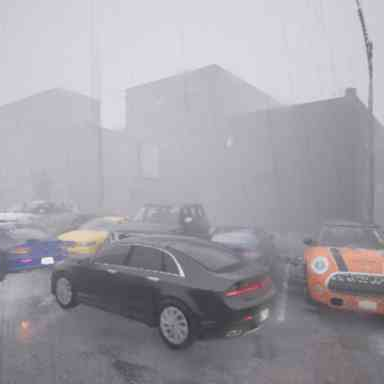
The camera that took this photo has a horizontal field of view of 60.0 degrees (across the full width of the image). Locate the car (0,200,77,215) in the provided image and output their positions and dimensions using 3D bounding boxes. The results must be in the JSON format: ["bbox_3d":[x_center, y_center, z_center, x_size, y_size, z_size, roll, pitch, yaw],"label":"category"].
[{"bbox_3d":[-8.118,1.432,17.202,2.435,2.045,5.566,1,-2,17],"label":"car"}]

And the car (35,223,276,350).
[{"bbox_3d":[-0.841,1.597,6.462,4.892,1.490,1.837,0,-1,37],"label":"car"}]

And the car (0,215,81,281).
[{"bbox_3d":[-5.616,1.635,10.094,4.674,1.442,1.812,0,-1,37],"label":"car"}]

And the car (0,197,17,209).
[{"bbox_3d":[-35.961,1.991,62.025,5.566,2.045,2.435,1,0,16],"label":"car"}]

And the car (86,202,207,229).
[{"bbox_3d":[-0.939,1.401,11.746,2.435,2.045,5.566,1,-2,17],"label":"car"}]

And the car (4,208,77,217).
[{"bbox_3d":[-5.736,1.702,15.373,2.163,1.488,4.792,1,-2,17],"label":"car"}]

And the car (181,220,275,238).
[{"bbox_3d":[1.432,1.684,9.943,2.002,1.452,4.674,0,-2,17],"label":"car"}]

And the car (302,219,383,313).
[{"bbox_3d":[3.840,1.512,8.159,2.185,1.767,4.553,1,-1,17],"label":"car"}]

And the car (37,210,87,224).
[{"bbox_3d":[-3.392,1.654,13.405,1.946,1.575,5.366,1,-1,17],"label":"car"}]
